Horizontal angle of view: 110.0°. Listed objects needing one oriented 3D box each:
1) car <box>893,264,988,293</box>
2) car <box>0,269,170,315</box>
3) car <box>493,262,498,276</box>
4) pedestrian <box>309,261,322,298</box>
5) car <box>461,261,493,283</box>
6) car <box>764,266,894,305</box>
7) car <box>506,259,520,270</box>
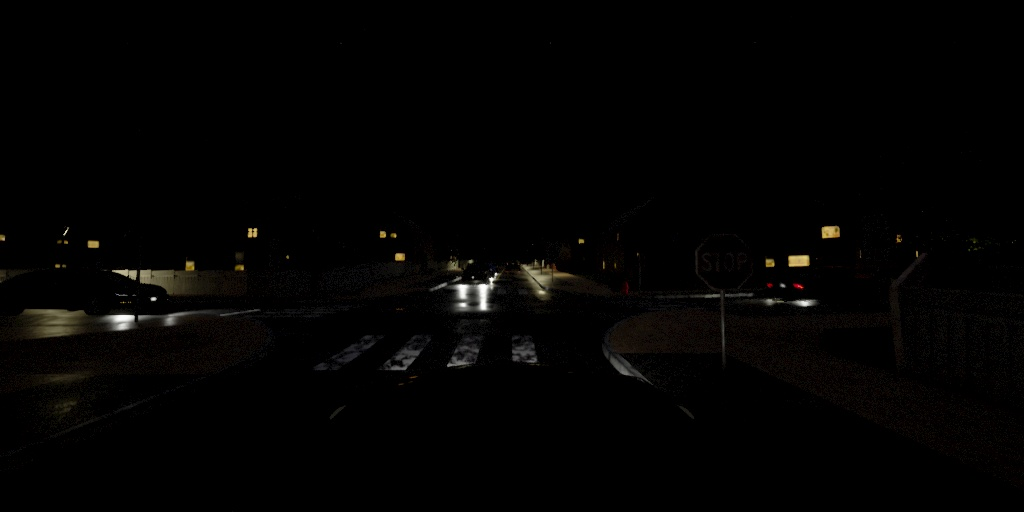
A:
[{"bbox_3d":[24.779,1.261,20.750,4.892,1.490,1.837,0,-3,-19],"label":"car"},{"bbox_3d":[-14.390,1.196,12.079,4.892,1.490,1.837,0,-3,2],"label":"car"},{"bbox_3d":[-2.789,1.309,37.828,1.882,1.535,5.008,0,0,0],"label":"car"},{"bbox_3d":[-9.792,1.128,17.769,0.375,1.860,0.375,0,-3,-1],"label":"pedestrian"},{"bbox_3d":[-2.810,1.305,28.270,1.837,1.490,4.892,0,0,0],"label":"car"},{"bbox_3d":[13.198,1.214,14.626,5.357,1.411,2.033,0,-3,-10],"label":"car"},{"bbox_3d":[0.171,1.260,54.927,2.097,1.767,4.553,0,0,0],"label":"car"}]
